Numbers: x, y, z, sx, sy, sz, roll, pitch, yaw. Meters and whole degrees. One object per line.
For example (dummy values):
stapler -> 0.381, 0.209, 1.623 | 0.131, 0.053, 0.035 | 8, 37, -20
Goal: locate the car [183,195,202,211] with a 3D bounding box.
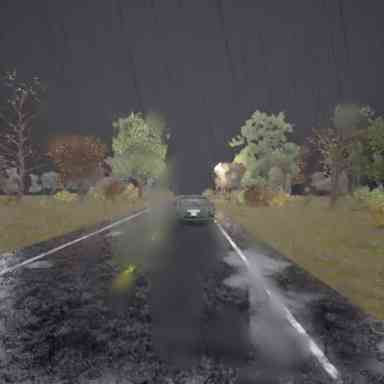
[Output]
car -> 0.099, 1.269, 39.112 | 2.097, 1.767, 4.553 | 0, 0, 0

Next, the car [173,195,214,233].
car -> 0.100, 1.180, 19.302 | 2.150, 2.045, 5.566 | 0, 0, 0
